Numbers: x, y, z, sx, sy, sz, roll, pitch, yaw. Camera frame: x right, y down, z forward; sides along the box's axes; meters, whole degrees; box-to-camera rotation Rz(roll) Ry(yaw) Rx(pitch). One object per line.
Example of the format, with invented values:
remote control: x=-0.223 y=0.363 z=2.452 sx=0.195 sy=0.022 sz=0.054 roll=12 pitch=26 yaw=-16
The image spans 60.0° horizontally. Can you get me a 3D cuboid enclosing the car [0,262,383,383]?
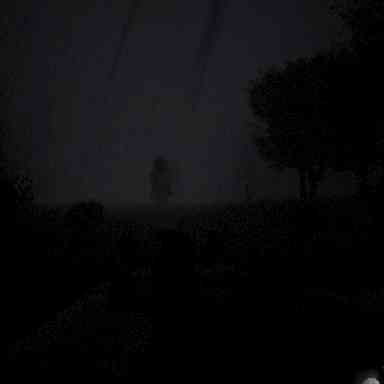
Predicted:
car: x=-0.203 y=1.462 z=2.813 sx=5.008 sy=1.535 sz=1.882 roll=0 pitch=1 yaw=-35
